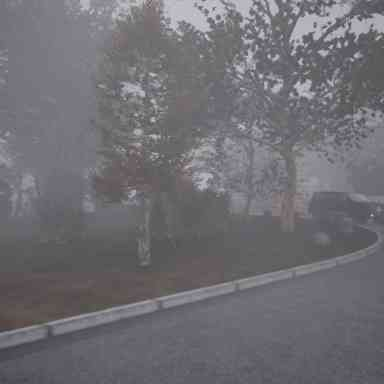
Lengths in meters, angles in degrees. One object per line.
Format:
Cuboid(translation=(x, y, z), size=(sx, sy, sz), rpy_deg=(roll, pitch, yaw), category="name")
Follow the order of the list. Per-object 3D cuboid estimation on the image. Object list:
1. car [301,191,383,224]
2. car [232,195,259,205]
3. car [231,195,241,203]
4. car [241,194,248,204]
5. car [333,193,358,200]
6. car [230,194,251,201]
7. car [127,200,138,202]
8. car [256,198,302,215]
Cuboid(translation=(10.403, 0.987, 22.367), size=(2.150, 2.045, 5.566), rpy_deg=(3, -1, -26), category="car")
Cuboid(translation=(9.901, 1.449, 61.648), size=(2.097, 1.535, 5.008), rpy_deg=(-1, 1, -35), category="car")
Cuboid(translation=(5.333, 1.287, 58.457), size=(2.435, 2.045, 5.566), rpy_deg=(-1, 1, -35), category="car")
Cuboid(translation=(7.728, 1.530, 60.114), size=(2.002, 1.452, 4.674), rpy_deg=(-1, 1, -35), category="car")
Cuboid(translation=(37.231, 1.010, 80.876), size=(2.097, 1.535, 5.008), rpy_deg=(-1, 0, -35), category="car")
Cuboid(translation=(11.374, 1.289, 78.690), size=(2.097, 1.535, 5.008), rpy_deg=(-1, 1, -35), category="car")
Cuboid(translation=(-11.546, 1.759, 62.562), size=(2.163, 1.488, 4.792), rpy_deg=(-1, 1, -35), category="car")
Cuboid(translation=(8.696, 1.370, 31.638), size=(2.097, 1.767, 4.553), rpy_deg=(3, -3, -31), category="car")
